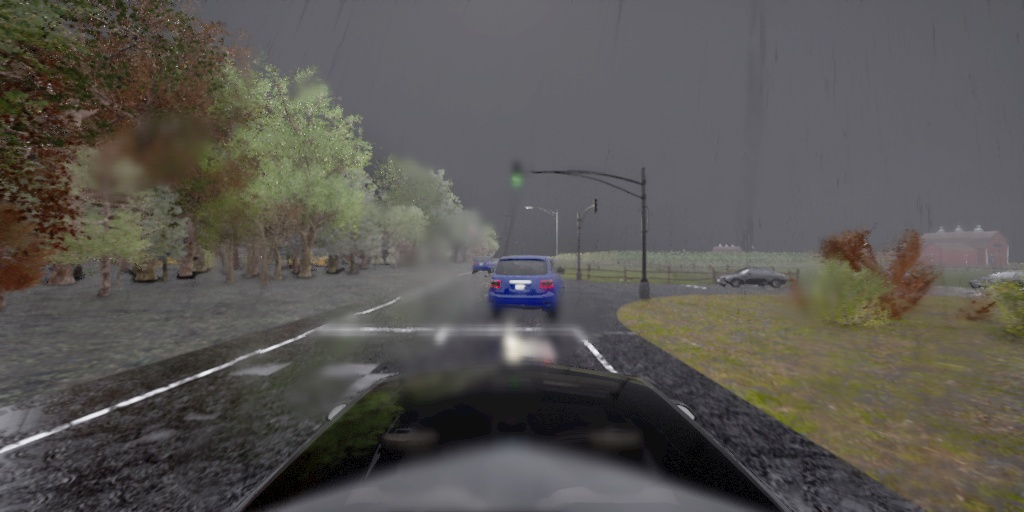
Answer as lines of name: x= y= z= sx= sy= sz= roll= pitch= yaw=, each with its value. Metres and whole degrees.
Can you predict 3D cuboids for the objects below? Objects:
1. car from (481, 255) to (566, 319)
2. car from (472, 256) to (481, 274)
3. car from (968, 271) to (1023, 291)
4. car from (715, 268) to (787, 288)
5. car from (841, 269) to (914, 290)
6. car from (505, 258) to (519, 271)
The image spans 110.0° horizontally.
car: x=0.725 y=1.003 z=13.164 sx=2.150 sy=2.045 sz=5.566 roll=0 pitch=0 yaw=10
car: x=-3.481 y=1.076 z=43.090 sx=2.150 sy=2.045 sz=5.566 roll=0 pitch=0 yaw=0
car: x=36.834 y=1.794 z=26.496 sx=4.674 sy=1.442 sz=1.812 roll=1 pitch=-1 yaw=0
car: x=17.651 y=1.585 z=26.583 sx=4.674 sy=1.442 sz=1.812 roll=1 pitch=-1 yaw=1
car: x=26.827 y=1.685 z=26.523 sx=4.674 sy=1.442 sz=1.812 roll=1 pitch=-1 yaw=0
car: x=0.000 y=1.229 z=52.839 sx=2.097 sy=1.767 sz=4.553 roll=0 pitch=0 yaw=0
